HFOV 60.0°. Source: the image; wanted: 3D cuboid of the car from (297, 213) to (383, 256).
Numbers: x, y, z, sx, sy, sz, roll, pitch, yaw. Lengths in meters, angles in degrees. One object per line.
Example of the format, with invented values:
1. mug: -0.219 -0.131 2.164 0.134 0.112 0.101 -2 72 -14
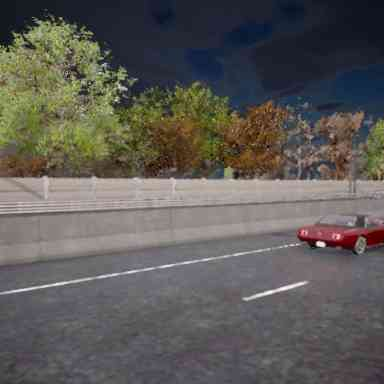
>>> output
1. car: 6.128 1.426 12.375 4.718 1.301 1.895 -1 1 -35

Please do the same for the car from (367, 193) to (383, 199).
1. car: 28.226 0.843 49.488 5.357 1.411 2.033 -1 1 -35
